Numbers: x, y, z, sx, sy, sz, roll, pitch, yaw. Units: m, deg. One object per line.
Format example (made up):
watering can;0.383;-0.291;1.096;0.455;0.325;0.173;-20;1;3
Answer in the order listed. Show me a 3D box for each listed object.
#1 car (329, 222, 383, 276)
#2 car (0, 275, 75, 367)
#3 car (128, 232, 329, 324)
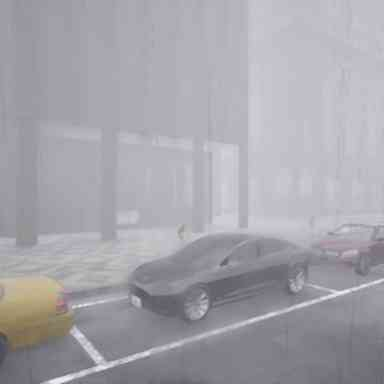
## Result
car;5.369;1.631;10.485;4.206;1.307;1.802;0;0;-36
car;-3.945;1.521;3.836;4.829;1.417;1.752;0;0;-36
car;0.781;1.588;7.209;4.313;1.339;1.947;0;0;-36
